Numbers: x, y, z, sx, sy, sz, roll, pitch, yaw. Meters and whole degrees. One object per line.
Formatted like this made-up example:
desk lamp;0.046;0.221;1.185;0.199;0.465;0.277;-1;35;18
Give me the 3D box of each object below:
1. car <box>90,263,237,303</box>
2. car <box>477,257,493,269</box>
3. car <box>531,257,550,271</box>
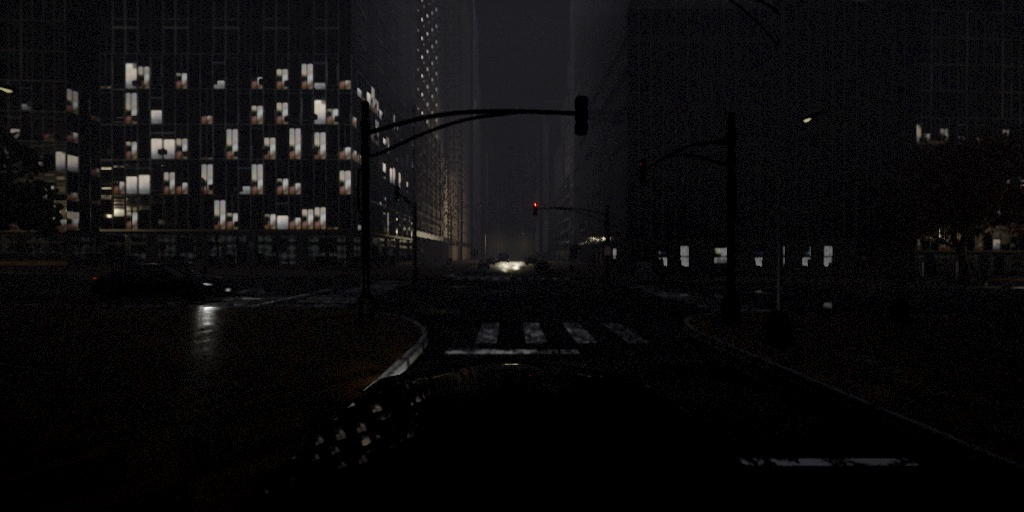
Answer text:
car;-13.652;1.016;14.187;4.674;1.442;1.812;1;0;-3
car;-4.079;1.165;52.077;1.802;1.307;4.207;0;0;0
car;3.880;1.170;46.592;1.948;1.339;4.313;0;0;0
